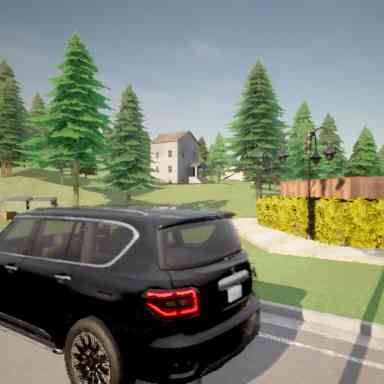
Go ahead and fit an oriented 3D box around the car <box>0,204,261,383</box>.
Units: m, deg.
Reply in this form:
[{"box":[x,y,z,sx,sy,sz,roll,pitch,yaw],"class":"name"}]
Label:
[{"box":[-1.706,1.219,5.210,5.566,2.045,2.150,0,0,36],"class":"car"}]
